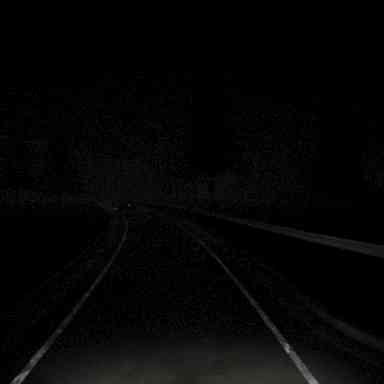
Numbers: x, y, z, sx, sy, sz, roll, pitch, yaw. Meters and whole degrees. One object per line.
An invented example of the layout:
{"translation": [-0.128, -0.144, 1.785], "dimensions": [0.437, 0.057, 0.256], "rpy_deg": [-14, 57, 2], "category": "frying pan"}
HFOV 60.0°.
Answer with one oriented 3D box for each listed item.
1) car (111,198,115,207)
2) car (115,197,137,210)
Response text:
{"translation": [-11.702, 1.595, 52.670], "dimensions": [1.812, 1.442, 4.674], "rpy_deg": [0, 0, -19], "category": "car"}
{"translation": [-8.448, 1.616, 43.273], "dimensions": [1.994, 1.385, 4.181], "rpy_deg": [0, 0, -19], "category": "car"}
